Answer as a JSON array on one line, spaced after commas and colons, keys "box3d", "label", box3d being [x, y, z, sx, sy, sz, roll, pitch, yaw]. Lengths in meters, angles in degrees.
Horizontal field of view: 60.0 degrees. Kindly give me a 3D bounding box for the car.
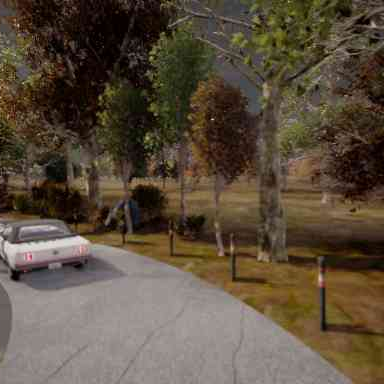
[{"box3d": [-4.674, 1.480, 9.970, 1.895, 1.301, 4.718, -3, 3, -36], "label": "car"}]
